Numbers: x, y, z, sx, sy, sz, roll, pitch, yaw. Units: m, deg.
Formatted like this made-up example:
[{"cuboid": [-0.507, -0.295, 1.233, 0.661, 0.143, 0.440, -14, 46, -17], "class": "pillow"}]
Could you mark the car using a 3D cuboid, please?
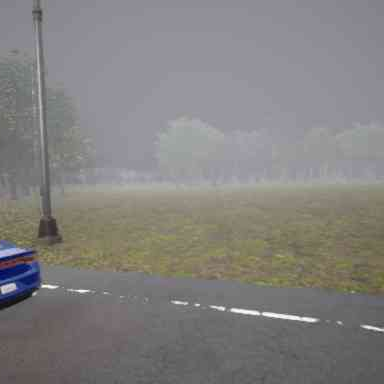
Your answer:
[{"cuboid": [-5.183, 1.424, 6.271, 5.008, 1.535, 1.882, -1, 2, 23], "class": "car"}]
